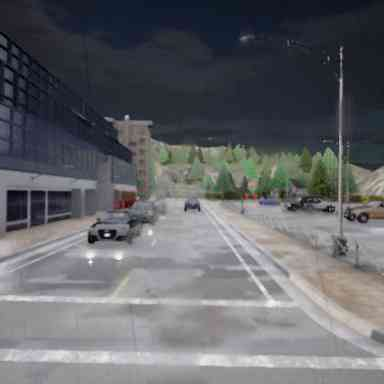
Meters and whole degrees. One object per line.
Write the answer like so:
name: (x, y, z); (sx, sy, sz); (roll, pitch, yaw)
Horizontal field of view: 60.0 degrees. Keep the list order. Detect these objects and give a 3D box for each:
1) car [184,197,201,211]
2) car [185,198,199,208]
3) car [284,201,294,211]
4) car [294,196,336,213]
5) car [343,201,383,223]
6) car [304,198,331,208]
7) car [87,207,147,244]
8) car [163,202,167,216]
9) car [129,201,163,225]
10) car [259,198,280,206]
car: (0.053, 1.521, 43.108); (2.097, 1.767, 4.553); (1, 0, 0)
car: (0.016, 1.731, 53.917); (2.033, 1.411, 5.357); (1, 0, 0)
car: (13.706, 1.439, 40.734); (4.605, 1.855, 1.932); (1, 0, 0)
car: (14.123, 1.420, 37.829); (3.866, 1.878, 1.905); (1, 0, 0)
car: (14.142, 1.478, 25.034); (5.027, 1.636, 2.152); (1, 0, 0)
car: (21.236, 1.838, 56.348); (3.806, 1.475, 1.970); (1, 0, 0)
car: (-3.608, 1.649, 16.184); (1.994, 1.385, 4.181); (1, 0, 0)
car: (-3.618, 1.639, 34.920); (1.812, 1.442, 4.674); (1, 0, 0)
car: (-3.618, 1.450, 24.799); (2.097, 1.767, 4.553); (1, 0, 0)
car: (13.811, 1.744, 59.317); (3.633, 1.501, 1.845); (1, 0, 0)
